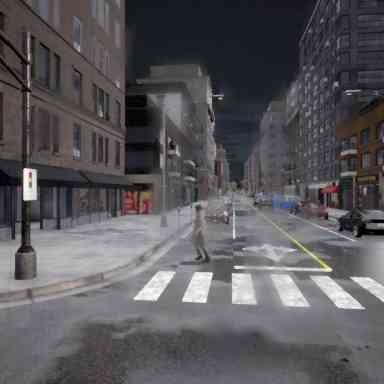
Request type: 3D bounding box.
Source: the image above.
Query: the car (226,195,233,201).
[{"bbox_3d":[10.051,1.616,89.554,1.887,1.381,4.507,0,0,7],"label":"car"}]

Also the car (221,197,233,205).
[{"bbox_3d":[6.598,1.584,62.216,2.008,1.369,4.403,0,0,7],"label":"car"}]

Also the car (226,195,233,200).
[{"bbox_3d":[10.741,1.644,95.021,1.947,1.339,4.313,0,0,7],"label":"car"}]

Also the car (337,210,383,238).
[{"bbox_3d":[9.037,1.577,17.471,1.947,1.339,4.313,0,0,7],"label":"car"}]

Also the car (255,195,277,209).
[{"bbox_3d":[9.872,1.526,44.734,1.837,1.490,4.892,0,0,8],"label":"car"}]

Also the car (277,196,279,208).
[{"bbox_3d":[12.489,1.577,44.808,2.008,1.369,4.403,0,0,7],"label":"car"}]

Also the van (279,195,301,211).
[{"bbox_3d":[11.799,1.362,39.341,1.690,1.788,3.998,0,0,7],"label":"van"}]

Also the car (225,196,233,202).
[{"bbox_3d":[8.670,1.639,78.618,1.802,1.307,4.206,0,0,7],"label":"car"}]

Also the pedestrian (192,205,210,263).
[{"bbox_3d":[0.290,1.290,10.553,0.375,1.860,0.375,0,0,7],"label":"pedestrian"}]

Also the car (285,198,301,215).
[{"bbox_3d":[11.108,1.582,33.874,1.947,1.339,4.313,0,0,7],"label":"car"}]

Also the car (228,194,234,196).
[{"bbox_3d":[5.217,1.458,51.281,1.967,1.590,4.097,0,0,7],"label":"car"}]

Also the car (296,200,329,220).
[{"bbox_3d":[10.418,1.595,28.407,1.802,1.307,4.206,0,0,7],"label":"car"}]

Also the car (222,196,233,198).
[{"bbox_3d":[3.837,1.557,40.346,2.008,1.369,4.403,0,0,7],"label":"car"}]

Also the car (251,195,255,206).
[{"bbox_3d":[11.131,1.635,55.101,1.895,1.301,4.718,0,0,7],"label":"car"}]

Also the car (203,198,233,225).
[{"bbox_3d":[1.766,1.438,23.944,1.967,1.590,4.097,0,0,7],"label":"car"}]

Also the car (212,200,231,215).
[{"bbox_3d":[3.146,1.584,34.879,1.802,1.307,4.206,0,0,7],"label":"car"}]
